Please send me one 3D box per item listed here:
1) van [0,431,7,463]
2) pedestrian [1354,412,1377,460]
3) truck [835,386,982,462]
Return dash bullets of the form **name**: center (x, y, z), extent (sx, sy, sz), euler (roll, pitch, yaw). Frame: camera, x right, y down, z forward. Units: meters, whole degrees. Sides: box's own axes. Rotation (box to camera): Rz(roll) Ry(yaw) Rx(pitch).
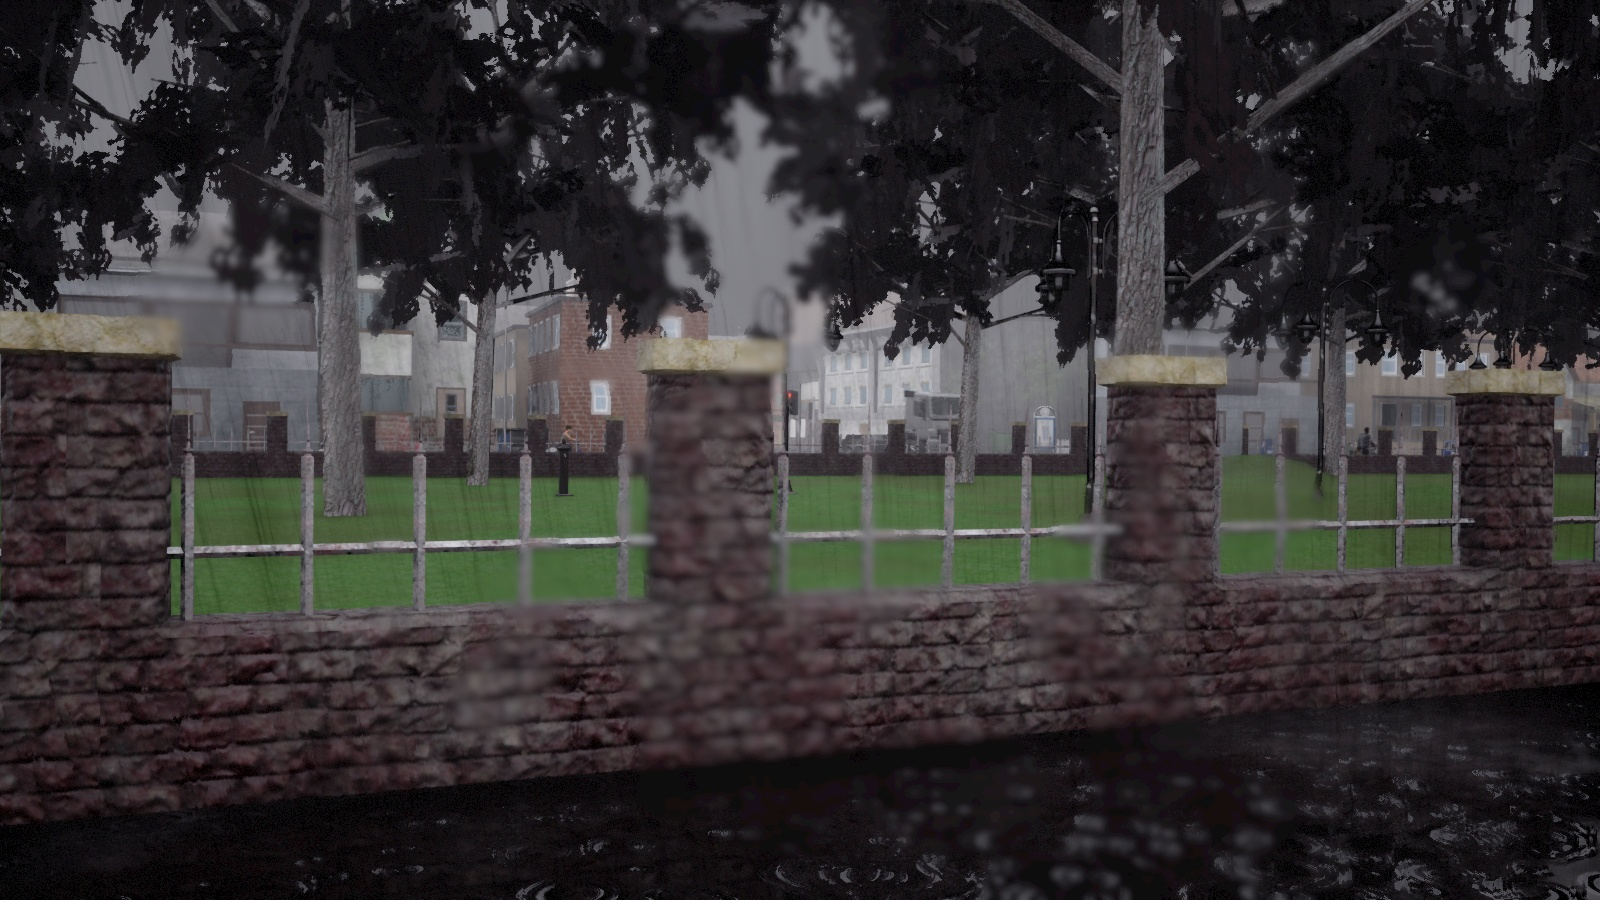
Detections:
- **van**: center (-50.693, -0.168, 77.829), extent (1.775, 1.987, 4.442), euler (-1, 1, -21)
- **pedestrian**: center (23.156, -0.580, 51.454), extent (0.788, 1.949, 0.423), euler (-1, 1, -21)
- **truck**: center (5.104, -1.229, 60.851), extent (2.891, 3.462, 7.936), euler (-1, 1, -32)
